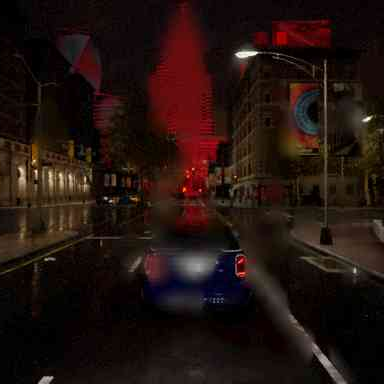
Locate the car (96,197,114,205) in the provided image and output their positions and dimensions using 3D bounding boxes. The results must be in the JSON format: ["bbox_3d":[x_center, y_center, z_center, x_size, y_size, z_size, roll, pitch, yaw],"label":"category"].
[{"bbox_3d":[-14.873,1.547,57.912,2.033,1.411,5.357,0,0,0],"label":"car"}]

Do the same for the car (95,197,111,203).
[{"bbox_3d":[-18.012,1.595,67.415,1.895,1.301,4.718,0,0,0],"label":"car"}]

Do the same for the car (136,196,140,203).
[{"bbox_3d":[-11.296,1.478,65.885,1.882,1.535,5.008,0,0,1],"label":"car"}]

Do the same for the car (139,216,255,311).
[{"bbox_3d":[0.102,1.352,7.902,2.097,1.767,4.553,0,0,0],"label":"car"}]

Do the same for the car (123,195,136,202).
[{"bbox_3d":[-14.723,1.525,78.423,2.128,1.511,4.902,0,0,0],"label":"car"}]

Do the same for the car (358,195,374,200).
[{"bbox_3d":[34.687,1.481,68.621,2.231,1.521,4.892,0,0,0],"label":"car"}]

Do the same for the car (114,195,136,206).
[{"bbox_3d":[-11.383,1.526,56.738,1.812,1.442,4.674,0,0,0],"label":"car"}]

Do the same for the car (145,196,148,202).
[{"bbox_3d":[-11.232,1.553,75.758,1.994,1.385,4.181,0,0,0],"label":"car"}]

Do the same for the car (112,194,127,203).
[{"bbox_3d":[-14.760,1.352,68.022,2.097,1.767,4.553,0,0,0],"label":"car"}]
